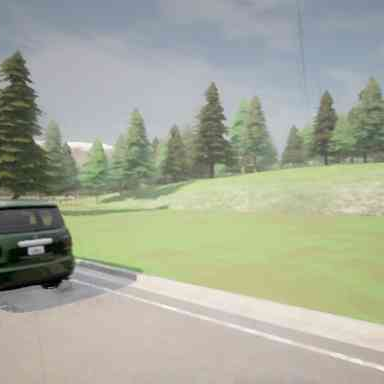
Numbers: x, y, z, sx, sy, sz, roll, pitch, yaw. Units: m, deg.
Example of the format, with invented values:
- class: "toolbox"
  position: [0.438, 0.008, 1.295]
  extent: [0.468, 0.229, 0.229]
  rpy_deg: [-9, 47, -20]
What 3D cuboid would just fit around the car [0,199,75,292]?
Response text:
- class: "car"
  position: [-5.088, 1.193, 7.985]
  extent: [5.566, 2.045, 2.150]
  rpy_deg: [0, 0, 38]
